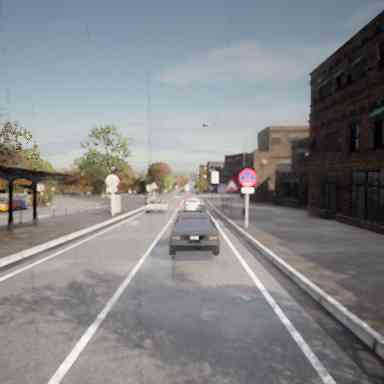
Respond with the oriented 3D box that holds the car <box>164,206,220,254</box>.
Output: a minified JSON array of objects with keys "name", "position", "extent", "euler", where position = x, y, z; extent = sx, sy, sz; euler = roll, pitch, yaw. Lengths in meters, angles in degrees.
[{"name":"car","position":[0.086,1.524,13.282],"extent":[2.033,1.411,5.357],"euler":[0,0,0]}]

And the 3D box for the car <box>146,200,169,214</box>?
[{"name":"car","position":[-3.357,1.428,32.886],"extent":[1.895,1.301,4.718],"euler":[0,1,0]}]

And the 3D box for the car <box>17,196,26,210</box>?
[{"name":"car","position":[-22.159,1.466,37.980],"extent":[4.792,1.488,2.163],"euler":[0,0,0]}]

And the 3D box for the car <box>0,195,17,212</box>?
[{"name":"car","position":[-21.939,1.436,35.203],"extent":[5.366,1.575,1.946],"euler":[0,0,0]}]

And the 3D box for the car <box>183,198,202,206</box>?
[{"name":"car","position":[0.087,1.344,33.379],"extent":[1.812,1.442,4.674],"euler":[0,1,0]}]

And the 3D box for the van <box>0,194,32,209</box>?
[{"name":"van","position":[-22.017,1.209,40.753],"extent":[4.442,1.987,1.878],"euler":[0,0,0]}]
